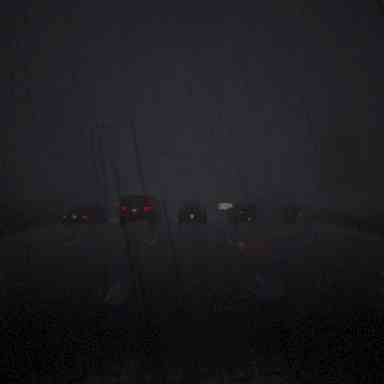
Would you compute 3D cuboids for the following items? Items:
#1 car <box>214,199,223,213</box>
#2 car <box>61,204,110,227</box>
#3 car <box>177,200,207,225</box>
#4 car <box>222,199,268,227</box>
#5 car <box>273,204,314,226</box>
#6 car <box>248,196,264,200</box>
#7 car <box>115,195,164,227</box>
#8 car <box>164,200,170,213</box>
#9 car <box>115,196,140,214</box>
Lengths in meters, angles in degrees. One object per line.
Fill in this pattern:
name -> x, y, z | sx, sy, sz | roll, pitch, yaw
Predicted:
car -> 3.514, 1.488, 36.861 | 1.812, 1.442, 4.674 | 0, 0, 0
car -> -6.986, 1.524, 22.331 | 2.033, 1.411, 5.357 | 0, 0, 0
car -> 0.023, 1.539, 23.564 | 1.994, 1.385, 4.181 | 0, 0, 1
car -> 3.518, 1.467, 22.799 | 2.128, 1.511, 4.902 | 0, 0, 0
car -> 7.020, 1.540, 23.354 | 1.994, 1.385, 4.181 | 0, 0, 1
car -> 7.004, 1.315, 37.055 | 2.097, 1.767, 4.553 | 0, 0, 0
car -> -3.481, 1.196, 22.893 | 2.150, 2.045, 5.566 | 0, 0, 0
car -> -3.485, 1.526, 36.830 | 1.994, 1.385, 4.181 | 0, 0, -1
car -> -6.972, 1.315, 36.361 | 2.097, 1.767, 4.553 | 0, 0, -3
